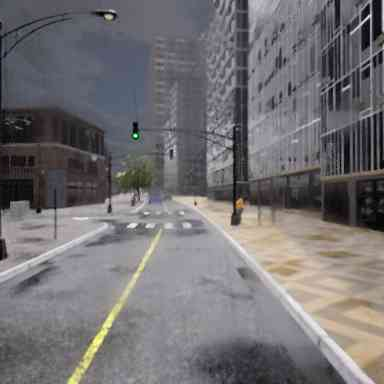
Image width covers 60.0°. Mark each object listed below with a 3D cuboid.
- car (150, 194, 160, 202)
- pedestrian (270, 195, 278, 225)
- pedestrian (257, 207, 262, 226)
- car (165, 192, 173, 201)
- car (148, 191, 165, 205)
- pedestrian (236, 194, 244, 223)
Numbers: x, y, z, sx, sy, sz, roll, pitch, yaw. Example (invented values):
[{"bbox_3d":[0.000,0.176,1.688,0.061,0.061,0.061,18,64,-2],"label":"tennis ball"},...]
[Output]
[{"bbox_3d":[-7.689,1.193,68.805,1.882,1.535,5.008,0,0,-8],"label":"car"},{"bbox_3d":[5.045,1.081,20.639,0.375,1.860,0.375,1,-1,-2],"label":"pedestrian"},{"bbox_3d":[4.070,1.452,19.994,0.500,1.100,0.500,1,-1,-2],"label":"pedestrian"},{"bbox_3d":[-5.233,1.202,71.053,1.837,1.490,4.892,0,0,-9],"label":"car"},{"bbox_3d":[-5.811,1.005,53.292,2.150,2.045,5.566,0,0,-6],"label":"car"},{"bbox_3d":[3.022,1.061,21.157,0.375,1.860,0.375,1,-1,-2],"label":"pedestrian"}]
